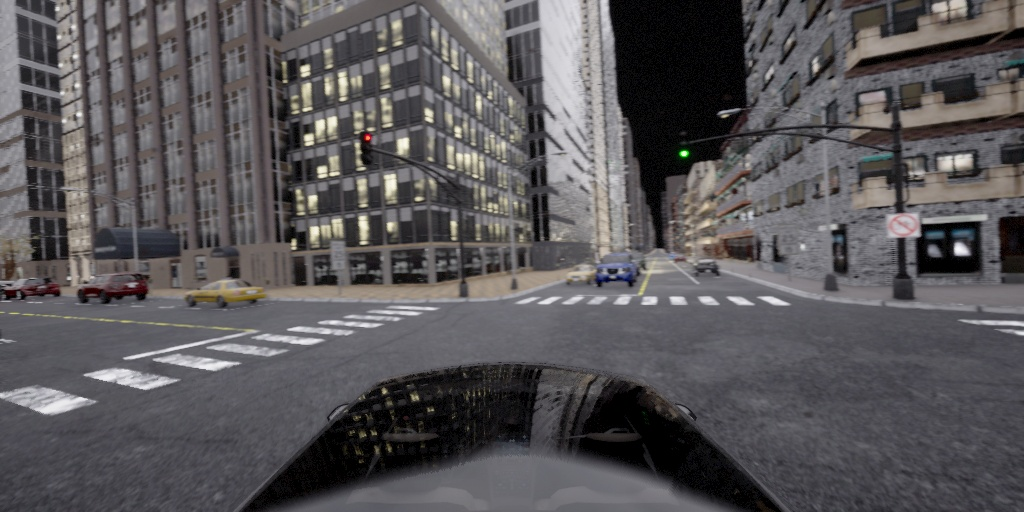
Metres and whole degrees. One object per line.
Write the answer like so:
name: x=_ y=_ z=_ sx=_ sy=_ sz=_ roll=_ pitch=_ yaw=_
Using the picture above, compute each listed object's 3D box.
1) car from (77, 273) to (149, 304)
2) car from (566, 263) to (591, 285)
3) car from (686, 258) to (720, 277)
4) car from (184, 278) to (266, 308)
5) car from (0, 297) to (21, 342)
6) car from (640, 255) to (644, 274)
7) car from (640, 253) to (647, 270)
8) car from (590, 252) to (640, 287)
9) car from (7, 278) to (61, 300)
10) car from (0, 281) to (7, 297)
car: x=-25.991 y=2.053 z=23.419 sx=5.009 sy=1.841 sz=2.192 roll=0 pitch=0 yaw=23
car: x=5.116 y=1.224 z=25.767 sx=1.751 sy=1.417 sz=4.829 roll=0 pitch=0 yaw=22
car: x=15.067 y=0.819 z=27.991 sx=2.007 sy=1.370 sz=4.403 roll=0 pitch=0 yaw=22
car: x=-15.017 y=1.832 z=18.712 sx=4.829 sy=1.417 sz=1.751 roll=0 pitch=0 yaw=23
car: x=-16.884 y=2.035 z=10.474 sx=4.403 sy=1.370 sz=2.007 roll=0 pitch=0 yaw=23
car: x=10.673 y=0.978 z=32.602 sx=1.882 sy=1.535 sz=5.008 roll=-3 pitch=0 yaw=22
car: x=14.654 y=0.617 z=42.375 sx=2.150 sy=2.045 sz=5.566 roll=-3 pitch=0 yaw=22
car: x=6.825 y=0.824 z=23.228 sx=2.150 sy=2.045 sz=5.566 roll=-3 pitch=0 yaw=22
car: x=-39.913 y=2.622 z=29.771 sx=4.553 sy=1.767 sz=2.097 roll=-2 pitch=1 yaw=23
car: x=-40.331 y=2.675 z=26.623 sx=4.553 sy=1.767 sz=2.097 roll=-2 pitch=1 yaw=23
